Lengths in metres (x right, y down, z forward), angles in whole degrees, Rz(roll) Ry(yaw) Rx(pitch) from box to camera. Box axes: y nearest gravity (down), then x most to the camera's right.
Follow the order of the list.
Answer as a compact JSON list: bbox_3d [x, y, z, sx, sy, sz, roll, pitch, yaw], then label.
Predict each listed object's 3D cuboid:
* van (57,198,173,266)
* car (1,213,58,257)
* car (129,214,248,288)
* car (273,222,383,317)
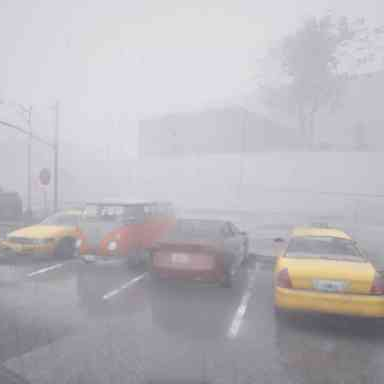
[{"bbox_3d":[-2.058,1.178,10.869,1.878,1.987,4.442,1,0,16],"label":"van"},{"bbox_3d":[-4.498,1.369,12.547,1.946,1.575,5.366,1,0,16],"label":"car"},{"bbox_3d":[0.390,1.467,9.265,2.163,1.488,4.792,1,0,16],"label":"car"},{"bbox_3d":[2.853,1.467,7.671,1.946,1.575,5.366,1,0,16],"label":"car"}]
